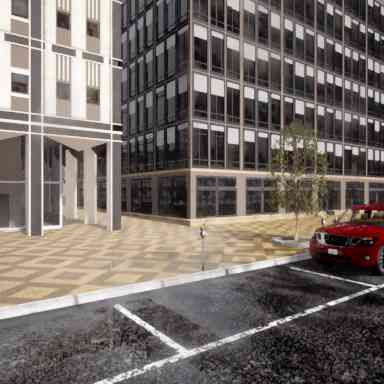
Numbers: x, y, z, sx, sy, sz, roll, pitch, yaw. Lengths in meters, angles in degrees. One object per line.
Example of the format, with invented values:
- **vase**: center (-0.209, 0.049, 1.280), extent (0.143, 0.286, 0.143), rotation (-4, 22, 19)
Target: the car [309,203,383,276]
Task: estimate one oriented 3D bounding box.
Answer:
- **car**: center (5.885, 1.314, 10.588), extent (5.009, 1.841, 2.192), rotation (0, 0, -36)
